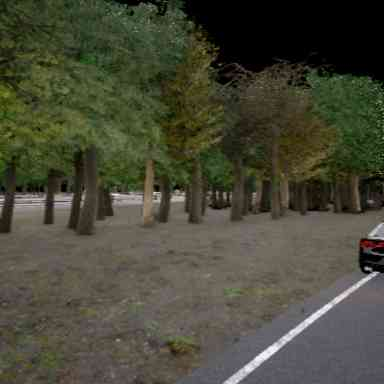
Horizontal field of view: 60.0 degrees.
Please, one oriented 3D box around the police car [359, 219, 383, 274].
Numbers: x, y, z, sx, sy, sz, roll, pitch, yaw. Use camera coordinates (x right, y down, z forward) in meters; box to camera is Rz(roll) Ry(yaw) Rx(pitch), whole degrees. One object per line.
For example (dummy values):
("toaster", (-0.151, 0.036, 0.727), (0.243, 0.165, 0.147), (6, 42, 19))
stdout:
("police car", (6.618, 1.492, 9.943), (1.930, 1.638, 5.238), (0, 0, 43))
